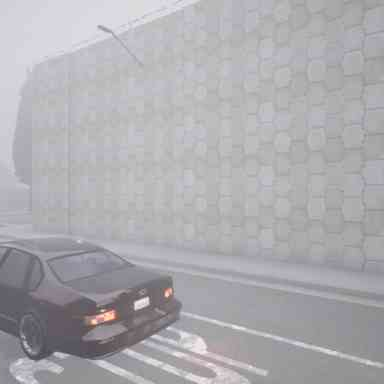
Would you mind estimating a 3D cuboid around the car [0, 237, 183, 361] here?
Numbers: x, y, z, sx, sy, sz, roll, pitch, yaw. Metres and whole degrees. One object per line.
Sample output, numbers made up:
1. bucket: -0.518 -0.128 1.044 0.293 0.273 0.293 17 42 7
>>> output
1. car: -2.725 1.547 5.927 5.357 1.411 2.033 0 0 35
